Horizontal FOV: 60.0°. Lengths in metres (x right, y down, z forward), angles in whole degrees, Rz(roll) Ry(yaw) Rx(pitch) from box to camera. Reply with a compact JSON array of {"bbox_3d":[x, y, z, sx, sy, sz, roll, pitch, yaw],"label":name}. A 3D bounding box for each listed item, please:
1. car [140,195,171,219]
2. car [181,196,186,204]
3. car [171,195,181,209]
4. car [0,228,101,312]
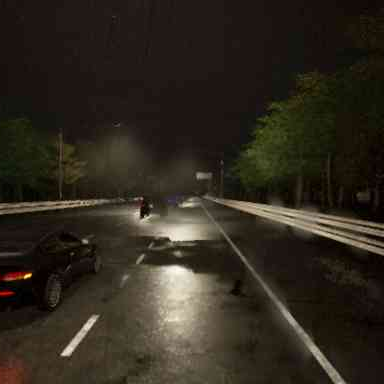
[{"bbox_3d":[-3.452,1.362,31.049,2.150,2.045,5.566,0,0,0],"label":"car"},{"bbox_3d":[-3.194,1.747,75.813,2.150,2.045,5.566,0,-1,0],"label":"car"},{"bbox_3d":[-3.355,1.539,52.644,2.150,2.045,5.566,0,0,0],"label":"car"},{"bbox_3d":[-3.498,1.538,7.596,1.812,1.442,4.674,0,0,0],"label":"car"}]
